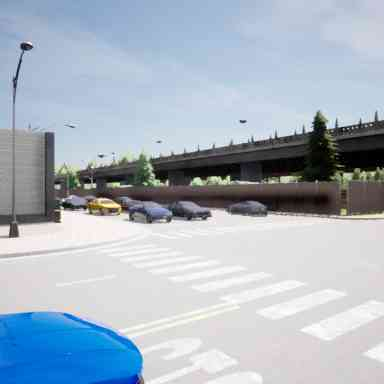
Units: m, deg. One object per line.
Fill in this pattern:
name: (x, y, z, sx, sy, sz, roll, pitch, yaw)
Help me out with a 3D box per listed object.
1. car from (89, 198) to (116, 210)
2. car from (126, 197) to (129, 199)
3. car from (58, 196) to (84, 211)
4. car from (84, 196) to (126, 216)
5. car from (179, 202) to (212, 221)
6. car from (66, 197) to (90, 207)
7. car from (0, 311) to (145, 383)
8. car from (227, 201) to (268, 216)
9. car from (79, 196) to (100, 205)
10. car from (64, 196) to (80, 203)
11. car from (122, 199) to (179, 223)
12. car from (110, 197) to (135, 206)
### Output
car: (-11.454, 1.470, 42.542, 1.812, 1.442, 4.674, 0, 0, -36)
car: (-6.199, 1.545, 35.169, 1.895, 1.301, 4.718, 0, 0, -36)
car: (-14.294, 1.492, 40.480, 2.033, 1.411, 5.357, 0, 0, -35)
car: (-8.597, 1.422, 32.501, 1.882, 1.535, 5.008, 0, 0, -36)
car: (-0.629, 1.492, 27.367, 2.033, 1.411, 5.357, 0, 0, -36)
car: (-17.486, 1.492, 50.986, 2.033, 1.411, 5.357, 0, 0, -35)
car: (-2.651, 1.478, 1.883, 5.008, 1.535, 1.882, 0, 0, -36)
car: (5.207, 1.508, 31.528, 1.994, 1.385, 4.181, 0, 0, -35)
car: (-17.845, 1.422, 57.813, 1.882, 1.535, 5.008, 0, 0, -36)
car: (-23.772, 1.469, 65.932, 1.812, 1.442, 4.674, 0, 0, -36)
car: (-3.231, 1.470, 24.996, 1.812, 1.442, 4.674, 0, 0, -36)
car: (-11.577, 1.492, 55.062, 2.033, 1.411, 5.357, 0, 0, -36)
